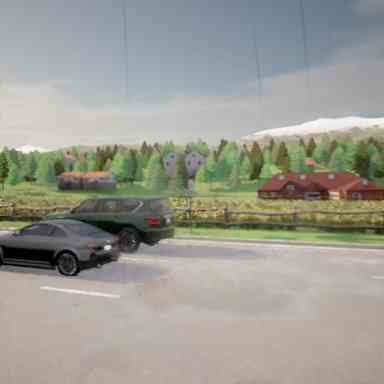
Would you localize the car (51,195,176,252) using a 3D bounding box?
[{"bbox_3d":[-3.392,1.162,13.379,5.566,2.045,2.150,0,0,20],"label":"car"}]

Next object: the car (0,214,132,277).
[{"bbox_3d":[-4.224,1.525,9.961,4.181,1.385,1.994,0,0,20],"label":"car"}]
